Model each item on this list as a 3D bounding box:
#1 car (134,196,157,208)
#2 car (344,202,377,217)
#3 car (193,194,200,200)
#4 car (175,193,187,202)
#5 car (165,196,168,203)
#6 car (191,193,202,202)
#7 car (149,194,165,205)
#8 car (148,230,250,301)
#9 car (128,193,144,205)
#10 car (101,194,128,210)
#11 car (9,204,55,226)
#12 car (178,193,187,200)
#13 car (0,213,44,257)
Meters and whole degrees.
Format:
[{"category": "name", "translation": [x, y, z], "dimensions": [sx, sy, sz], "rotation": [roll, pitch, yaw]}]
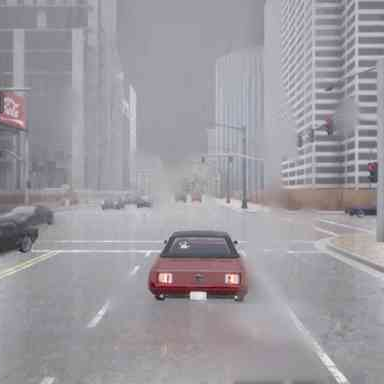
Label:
[{"category": "car", "translation": [-6.457, 1.601, 46.828], "dimensions": [1.895, 1.301, 4.718], "rotation": [0, 0, 1]}, {"category": "car", "translation": [16.534, 1.601, 30.405], "dimensions": [4.718, 1.301, 1.895], "rotation": [0, 0, 1]}, {"category": "car", "translation": [1.167, 1.353, 84.020], "dimensions": [1.812, 1.442, 4.674], "rotation": [0, 0, 1]}, {"category": "car", "translation": [-2.483, 1.216, 73.400], "dimensions": [2.150, 2.045, 5.566], "rotation": [0, 0, 1]}, {"category": "car", "translation": [-6.048, 1.477, 68.992], "dimensions": [1.882, 1.535, 5.008], "rotation": [0, 0, 1]}, {"category": "car", "translation": [1.017, 1.216, 73.350], "dimensions": [2.150, 2.045, 5.566], "rotation": [0, 0, 1]}, {"category": "car", "translation": [-6.310, 1.564, 56.830], "dimensions": [1.994, 1.385, 4.181], "rotation": [0, 0, 0]}, {"category": "car", "translation": [0.212, 1.601, 8.278], "dimensions": [1.895, 1.301, 4.718], "rotation": [0, 0, 2]}, {"category": "car", "translation": [-9.820, 1.223, 54.552], "dimensions": [2.150, 2.045, 5.566], "rotation": [0, 0, 1]}, {"category": "car", "translation": [-10.020, 1.352, 42.448], "dimensions": [2.097, 1.767, 4.553], "rotation": [0, 0, 1]}, {"category": "car", "translation": [-10.313, 1.526, 21.027], "dimensions": [1.812, 1.442, 4.674], "rotation": [0, 0, 1]}, {"category": "car", "translation": [-2.333, 1.184, 84.040], "dimensions": [2.097, 1.767, 4.553], "rotation": [0, 0, 1]}, {"category": "car", "translation": [-6.965, 1.601, 10.868], "dimensions": [1.895, 1.301, 4.718], "rotation": [0, 0, 1]}]
